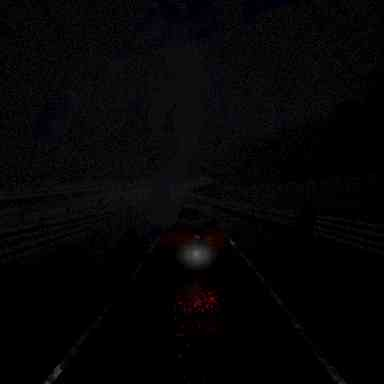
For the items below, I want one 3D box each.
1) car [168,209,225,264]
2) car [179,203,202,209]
[{"bbox_3d":[0.162,1.605,12.258,1.837,1.490,4.892,0,0,0],"label":"car"},{"bbox_3d":[-0.110,1.700,28.509,1.882,1.535,5.008,0,0,-2],"label":"car"}]
